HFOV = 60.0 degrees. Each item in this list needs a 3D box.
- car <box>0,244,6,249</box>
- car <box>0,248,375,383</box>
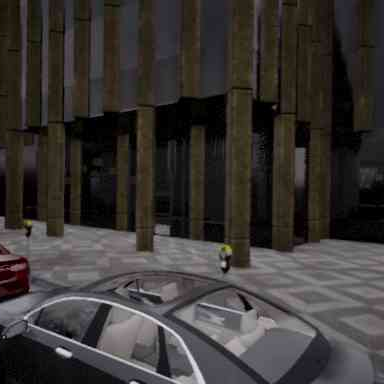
[{"bbox_3d":[-5.002,1.415,6.551,4.507,1.381,1.887,1,1,36],"label":"car"},{"bbox_3d":[-0.582,1.512,3.384,4.403,1.369,2.008,1,1,36],"label":"car"}]
